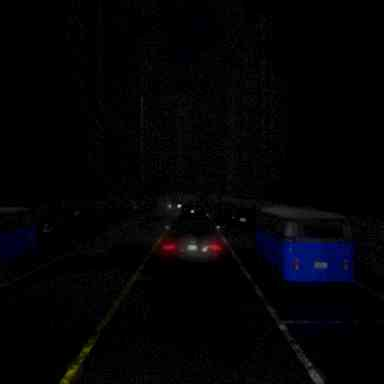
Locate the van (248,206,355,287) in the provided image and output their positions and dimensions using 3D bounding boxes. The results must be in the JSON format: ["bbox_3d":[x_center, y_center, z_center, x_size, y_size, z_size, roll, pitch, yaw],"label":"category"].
[{"bbox_3d":[2.766,1.329,8.971,1.690,1.788,3.998,0,0,0],"label":"van"}]

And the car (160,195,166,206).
[{"bbox_3d":[-5.750,1.516,53.832,1.947,1.339,4.313,0,0,0],"label":"car"}]

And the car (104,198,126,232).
[{"bbox_3d":[-5.757,1.291,20.174,2.192,1.841,5.009,0,0,0],"label":"car"}]

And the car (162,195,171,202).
[{"bbox_3d":[-5.746,1.469,76.099,1.752,1.417,4.829,0,0,0],"label":"car"}]

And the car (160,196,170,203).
[{"bbox_3d":[-5.747,1.526,70.660,1.802,1.307,4.206,0,0,0],"label":"car"}]

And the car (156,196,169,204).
[{"bbox_3d":[-5.748,1.496,65.050,2.008,1.369,4.403,0,0,0],"label":"car"}]

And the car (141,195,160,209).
[{"bbox_3d":[-5.752,1.272,42.612,2.192,1.841,5.009,0,0,0],"label":"car"}]

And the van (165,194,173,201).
[{"bbox_3d":[-5.744,1.284,81.879,1.690,1.788,3.998,0,0,0],"label":"van"}]

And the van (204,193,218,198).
[{"bbox_3d":[2.773,1.298,42.625,1.690,1.788,3.998,0,0,0],"label":"van"}]

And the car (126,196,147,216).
[{"bbox_3d":[-5.755,1.406,31.394,1.967,1.590,4.097,0,0,0],"label":"car"}]

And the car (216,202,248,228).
[{"bbox_3d":[2.768,1.542,20.189,1.947,1.339,4.313,0,0,0],"label":"car"}]

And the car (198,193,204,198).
[{"bbox_3d":[2.778,1.526,70.671,1.802,1.307,4.206,0,0,0],"label":"car"}]

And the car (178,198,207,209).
[{"bbox_3d":[0.054,1.533,28.824,1.994,1.385,4.181,0,0,0],"label":"car"}]

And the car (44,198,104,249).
[{"bbox_3d":[-5.758,1.297,14.565,2.192,1.841,5.009,0,0,0],"label":"car"}]

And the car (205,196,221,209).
[{"bbox_3d":[2.771,1.506,37.017,1.887,1.381,4.507,0,0,0],"label":"car"}]

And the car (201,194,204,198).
[{"bbox_3d":[2.774,1.393,48.234,1.967,1.590,4.097,0,0,0],"label":"car"}]

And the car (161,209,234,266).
[{"bbox_3d":[0.028,1.533,11.386,2.033,1.411,5.357,0,0,1],"label":"car"}]

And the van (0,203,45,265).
[{"bbox_3d":[-5.759,1.330,8.955,1.690,1.788,3.998,0,0,0],"label":"van"}]

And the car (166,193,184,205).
[{"bbox_3d":[-3.042,1.299,58.843,2.097,1.767,4.553,0,0,0],"label":"car"}]

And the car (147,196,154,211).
[{"bbox_3d":[-5.754,1.512,37.003,2.008,1.369,4.403,0,0,0],"label":"car"}]

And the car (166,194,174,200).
[{"bbox_3d":[-5.743,1.383,87.488,1.967,1.590,4.097,0,0,0],"label":"car"}]

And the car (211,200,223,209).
[{"bbox_3d":[2.769,1.536,25.798,1.947,1.339,4.313,0,0,0],"label":"car"}]

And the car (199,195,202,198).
[{"bbox_3d":[2.776,1.513,59.452,1.947,1.339,4.313,0,0,0],"label":"car"}]

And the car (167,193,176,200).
[{"bbox_3d":[-5.742,1.258,93.098,2.192,1.841,5.009,0,0,0],"label":"car"}]

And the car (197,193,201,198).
[{"bbox_3d":[2.780,1.258,76.280,2.192,1.841,5.009,0,0,0],"label":"car"}]
